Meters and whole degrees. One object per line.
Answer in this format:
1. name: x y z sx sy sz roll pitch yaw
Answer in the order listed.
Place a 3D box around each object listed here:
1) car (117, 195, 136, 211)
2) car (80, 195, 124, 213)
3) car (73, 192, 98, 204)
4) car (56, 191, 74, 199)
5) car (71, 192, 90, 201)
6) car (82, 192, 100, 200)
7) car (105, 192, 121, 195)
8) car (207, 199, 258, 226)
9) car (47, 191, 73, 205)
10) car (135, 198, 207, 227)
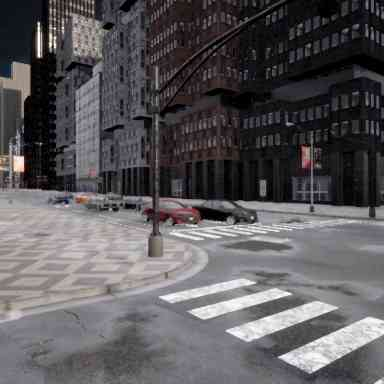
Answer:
1. car: -5.123 1.217 31.800 1.895 1.301 4.718 0 1 -36
2. car: -8.396 1.206 30.786 1.895 1.301 4.718 0 1 -36
3. car: -13.595 0.755 43.605 2.097 1.767 4.553 0 1 -36
4. car: -25.005 0.572 65.333 2.033 1.411 5.357 0 1 -36
5. car: -19.202 0.707 57.270 1.812 1.442 4.674 0 1 -35
6. car: -18.993 0.713 62.542 1.895 1.301 4.718 0 1 -36
7. car: -12.926 0.765 54.110 2.128 1.511 4.902 0 1 -36
8. car: 2.079 1.264 22.014 1.882 1.535 5.008 0 1 -38
9. car: -17.691 0.919 43.749 2.033 1.411 5.357 0 1 -36
10. car: -1.486 1.249 21.179 1.882 1.535 5.008 0 1 -36
